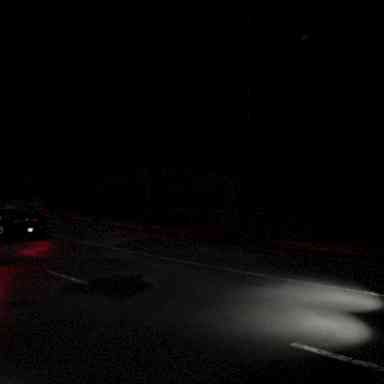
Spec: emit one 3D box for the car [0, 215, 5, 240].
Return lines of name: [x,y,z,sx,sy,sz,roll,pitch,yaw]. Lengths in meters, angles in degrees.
car: [-8.152,1.521,11.193,4.674,1.442,1.812,0,0,44]

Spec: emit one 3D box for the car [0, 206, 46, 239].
car: [-9.167,1.498,17.260,1.837,1.490,4.892,0,0,-43]
